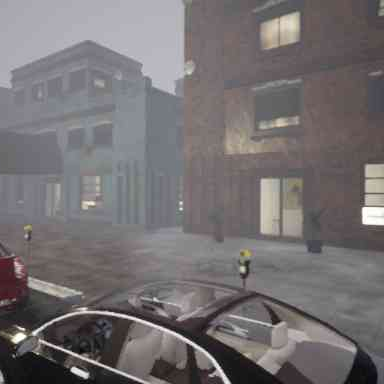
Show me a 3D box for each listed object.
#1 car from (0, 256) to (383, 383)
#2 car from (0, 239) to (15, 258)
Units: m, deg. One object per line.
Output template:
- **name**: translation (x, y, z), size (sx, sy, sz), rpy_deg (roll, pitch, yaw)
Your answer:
- **car**: translation (-0.367, 1.544, 3.135), size (4.403, 1.369, 2.008), rpy_deg (0, 0, 35)
- **car**: translation (-5.006, 1.412, 6.440), size (4.097, 1.590, 1.967), rpy_deg (0, 0, 35)
